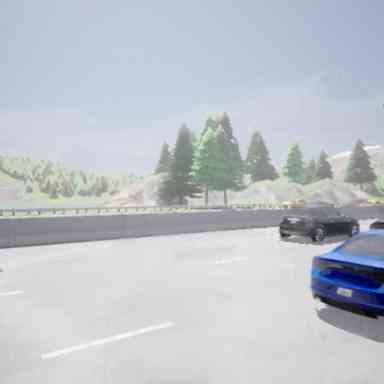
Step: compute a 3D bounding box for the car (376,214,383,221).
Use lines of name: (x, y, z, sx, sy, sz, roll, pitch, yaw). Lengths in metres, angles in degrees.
car: (9.951, 1.626, 15.111, 4.892, 1.490, 1.837, 0, 0, -35)

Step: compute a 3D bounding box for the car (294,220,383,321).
car: (4.557, 1.533, 6.979, 5.008, 1.535, 1.882, 0, 0, -35)

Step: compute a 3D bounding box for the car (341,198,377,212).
car: (22.424, 1.674, 44.684, 4.553, 1.767, 2.097, 0, 0, -29)

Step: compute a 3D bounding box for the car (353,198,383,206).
car: (21.555, 1.775, 40.196, 5.008, 1.535, 1.882, 0, 0, -30)

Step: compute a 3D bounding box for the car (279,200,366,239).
car: (6.558, 1.465, 16.993, 4.553, 1.767, 2.097, 1, 0, -35)
